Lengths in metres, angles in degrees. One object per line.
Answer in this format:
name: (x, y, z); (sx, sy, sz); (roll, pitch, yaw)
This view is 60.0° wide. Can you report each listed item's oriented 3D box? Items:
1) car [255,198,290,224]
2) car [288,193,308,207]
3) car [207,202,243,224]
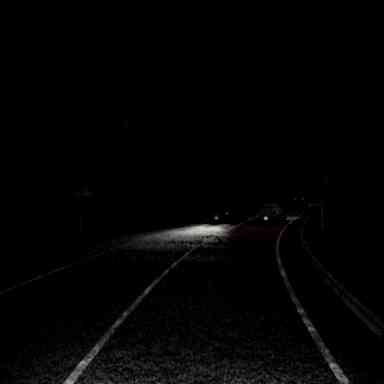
car: (5.814, 1.497, 24.483); (1.812, 1.442, 4.674); (-2, 0, 22)
car: (12.842, 0.871, 40.447); (2.097, 1.767, 4.553); (-2, 1, 24)
car: (2.645, 1.565, 26.039); (2.128, 1.511, 4.902); (-2, 0, 22)
